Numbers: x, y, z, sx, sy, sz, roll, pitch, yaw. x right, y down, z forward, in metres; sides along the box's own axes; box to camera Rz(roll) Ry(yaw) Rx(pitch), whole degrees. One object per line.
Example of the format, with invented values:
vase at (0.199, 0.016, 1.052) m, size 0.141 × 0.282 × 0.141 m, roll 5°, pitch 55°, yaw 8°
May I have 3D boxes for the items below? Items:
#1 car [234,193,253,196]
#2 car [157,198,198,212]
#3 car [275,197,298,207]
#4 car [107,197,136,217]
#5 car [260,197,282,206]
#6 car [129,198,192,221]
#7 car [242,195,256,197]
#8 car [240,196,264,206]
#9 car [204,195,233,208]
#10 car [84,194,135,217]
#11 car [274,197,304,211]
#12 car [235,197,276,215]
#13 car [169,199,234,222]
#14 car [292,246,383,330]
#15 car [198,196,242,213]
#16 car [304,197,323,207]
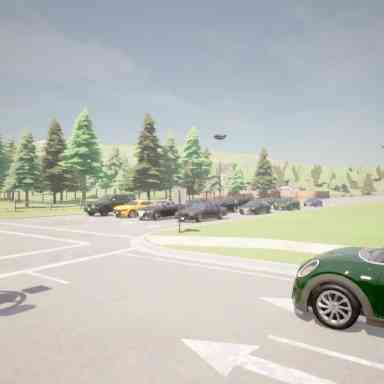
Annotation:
car at (6.917, 1.221, 46.422) m, size 2.150 × 2.045 × 5.566 m, roll 0°, pitch 0°, yaw 36°
car at (-1.706, 1.547, 40.585) m, size 2.033 × 1.411 × 5.357 m, roll 0°, pitch 0°, yaw 36°
car at (14.533, 1.526, 50.841) m, size 1.812 × 1.442 × 4.674 m, roll 0°, pitch 0°, yaw 37°
car at (-4.893, 1.478, 30.324) m, size 1.882 × 1.535 × 5.008 m, roll 0°, pitch 0°, yaw 36°
car at (13.102, 1.563, 54.782) m, size 1.994 × 1.385 × 4.181 m, roll 0°, pitch 0°, yaw 37°
car at (-2.504, 1.491, 27.666) m, size 2.128 × 1.511 × 4.902 m, roll 0°, pitch 0°, yaw 36°
car at (8.639, 1.491, 42.848) m, size 2.128 × 1.511 × 4.902 m, roll 0°, pitch 0°, yaw 36°
car at (10.337, 1.478, 56.926) m, size 1.882 × 1.535 × 5.008 m, roll 0°, pitch 0°, yaw 37°
car at (3.932, 1.352, 48.259) m, size 2.097 × 1.767 × 4.553 m, roll 0°, pitch 0°, yaw 36°
car at (-7.726, 1.221, 32.379) m, size 2.150 × 2.045 × 5.566 m, roll 0°, pitch 0°, yaw 36°
car at (11.794, 1.352, 41.227) m, size 2.097 × 1.767 × 4.553 m, roll 0°, pitch 0°, yaw 36°
car at (6.564, 1.526, 34.090) m, size 1.812 × 1.442 × 4.674 m, roll 0°, pitch 0°, yaw 36°
car at (0.884, 1.547, 26.366) m, size 2.033 × 1.411 × 5.357 m, roll 0°, pitch 0°, yaw 36°
car at (4.032, 1.352, 5.414) m, size 4.553 × 1.767 × 2.097 m, roll 0°, pitch 0°, yaw 35°
car at (3.057, 1.478, 35.245) m, size 1.882 × 1.535 × 5.008 m, roll 0°, pitch 0°, yaw 36°
car at (18.216, 1.526, 49.929) m, size 1.812 × 1.442 × 4.674 m, roll 0°, pitch 0°, yaw 37°
